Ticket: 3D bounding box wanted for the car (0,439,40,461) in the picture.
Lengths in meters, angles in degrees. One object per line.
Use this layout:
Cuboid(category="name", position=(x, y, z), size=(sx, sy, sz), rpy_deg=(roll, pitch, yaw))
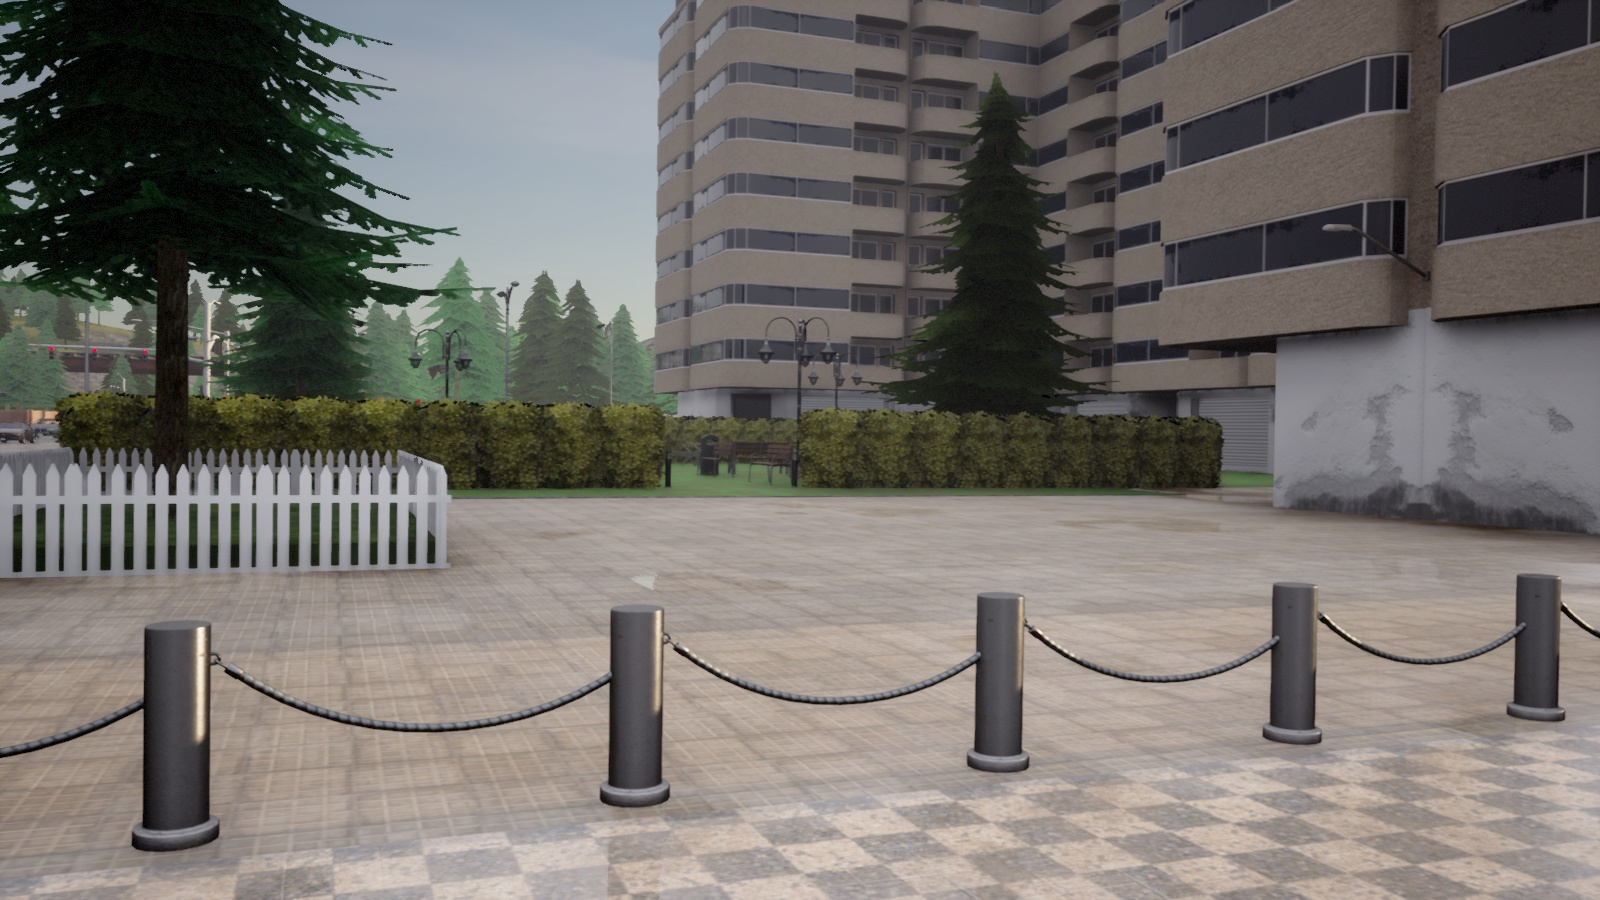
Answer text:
Cuboid(category="car", position=(-50.848, -0.020, 81.170), size=(2.033, 1.411, 5.357), rpy_deg=(-1, 1, -21))
